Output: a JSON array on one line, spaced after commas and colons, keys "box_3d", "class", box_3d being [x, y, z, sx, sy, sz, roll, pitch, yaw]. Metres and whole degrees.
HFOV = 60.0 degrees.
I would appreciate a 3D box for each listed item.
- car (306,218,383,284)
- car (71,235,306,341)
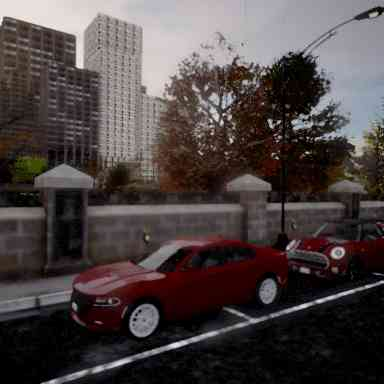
[{"box_3d": [4.568, 1.535, 9.821, 4.097, 1.590, 1.967, 1, 0, -36], "class": "car"}, {"box_3d": [-0.014, 1.581, 6.551, 4.507, 1.381, 1.887, 1, 0, -36], "class": "car"}]
